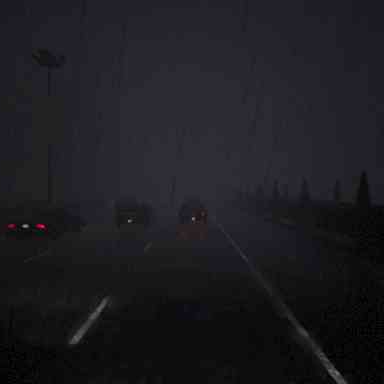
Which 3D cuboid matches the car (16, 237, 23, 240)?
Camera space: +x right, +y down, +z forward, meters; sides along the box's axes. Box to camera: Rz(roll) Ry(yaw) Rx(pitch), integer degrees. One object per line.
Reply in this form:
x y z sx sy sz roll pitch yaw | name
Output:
-3.400 1.465 2.251 1.882 1.535 5.008 0 0 0 | car

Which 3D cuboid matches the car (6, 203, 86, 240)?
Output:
-6.899 1.458 16.312 2.033 1.411 5.357 0 0 0 | car

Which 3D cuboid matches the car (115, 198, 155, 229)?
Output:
-3.399 1.379 20.589 2.128 1.511 4.902 0 0 0 | car

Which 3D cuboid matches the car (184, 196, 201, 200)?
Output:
0.103 1.280 40.996 1.837 1.490 4.892 0 0 0 | car

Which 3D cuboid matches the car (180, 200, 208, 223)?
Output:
0.102 1.468 24.154 1.895 1.301 4.718 0 0 0 | car

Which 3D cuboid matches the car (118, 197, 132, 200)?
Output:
-6.898 1.283 35.607 1.882 1.535 5.008 0 0 0 | car

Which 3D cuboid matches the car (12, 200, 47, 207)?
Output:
-14.088 1.388 29.249 2.033 1.411 5.357 0 0 0 | car
